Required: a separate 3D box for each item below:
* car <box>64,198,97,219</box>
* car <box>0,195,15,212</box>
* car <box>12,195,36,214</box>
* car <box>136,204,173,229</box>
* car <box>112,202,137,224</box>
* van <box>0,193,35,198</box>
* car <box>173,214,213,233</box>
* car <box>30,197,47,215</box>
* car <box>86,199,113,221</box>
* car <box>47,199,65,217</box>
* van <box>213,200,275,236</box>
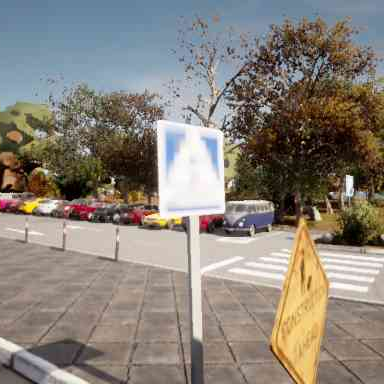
[{"bbox_3d":[-7.812,1.513,28.310,2.097,1.535,5.008,1,1,35],"label":"car"},{"bbox_3d":[-16.866,1.385,34.738,2.002,1.452,4.674,1,1,35],"label":"car"},{"bbox_3d":[-14.603,1.386,33.127,2.097,1.535,5.008,1,1,35],"label":"car"},{"bbox_3d":[-1.141,1.640,23.330,1.946,1.575,5.366,1,1,35],"label":"car"},{"bbox_3d":[-3.277,1.629,25.113,2.163,1.488,4.792,1,1,35],"label":"car"},{"bbox_3d":[-19.054,1.077,36.441,1.878,1.987,4.442,1,1,35],"label":"van"},{"bbox_3d":[1.247,1.716,21.896,2.163,1.488,4.792,1,1,35],"label":"car"},{"bbox_3d":[-12.340,1.469,31.521,2.002,1.452,4.674,1,1,35],"label":"car"},{"bbox_3d":[-5.558,1.558,26.692,2.231,1.521,4.892,1,1,35],"label":"car"},{"bbox_3d":[-10.057,1.345,29.938,2.185,1.767,4.553,1,1,35],"label":"car"},{"bbox_3d":[3.425,1.505,20.167,1.878,1.987,4.442,1,1,35],"label":"van"}]
